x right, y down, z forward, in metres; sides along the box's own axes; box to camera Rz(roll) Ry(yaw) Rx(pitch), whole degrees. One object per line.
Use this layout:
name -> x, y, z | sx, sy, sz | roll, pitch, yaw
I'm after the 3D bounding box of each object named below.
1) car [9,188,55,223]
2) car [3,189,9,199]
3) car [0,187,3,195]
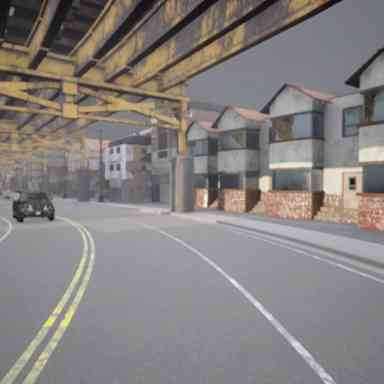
car -> -11.105, 0.934, 23.150 | 2.150, 2.045, 5.566 | -1, 1, -33
car -> -36.931, 0.357, 68.661 | 2.150, 2.045, 5.566 | -1, 1, -35
car -> -48.032, 0.209, 82.741 | 1.994, 1.385, 4.181 | -1, 2, -35
